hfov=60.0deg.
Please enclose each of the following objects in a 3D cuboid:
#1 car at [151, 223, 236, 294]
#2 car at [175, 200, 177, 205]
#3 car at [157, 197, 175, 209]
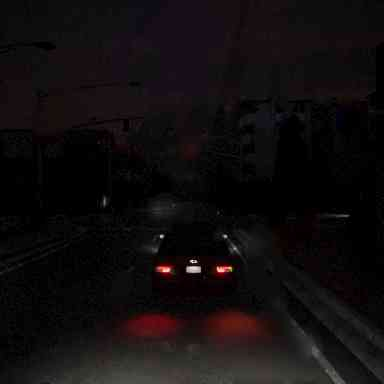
[{"bbox_3d":[0.039,1.547,8.939,2.033,1.411,5.357,0,0,0],"label":"car"},{"bbox_3d":[-3.714,1.526,57.040,1.812,1.442,4.674,0,0,0],"label":"car"},{"bbox_3d":[-3.708,1.526,46.051,1.812,1.442,4.674,0,0,0],"label":"car"}]
